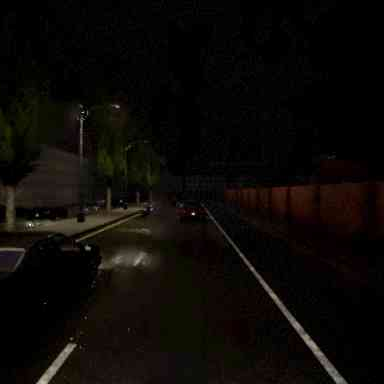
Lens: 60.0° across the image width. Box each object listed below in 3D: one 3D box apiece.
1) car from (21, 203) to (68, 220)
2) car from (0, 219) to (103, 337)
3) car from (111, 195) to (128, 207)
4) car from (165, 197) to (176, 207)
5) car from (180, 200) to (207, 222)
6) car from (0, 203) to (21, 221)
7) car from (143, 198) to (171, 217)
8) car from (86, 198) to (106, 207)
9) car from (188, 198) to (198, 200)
[{"bbox_3d":[-11.600,1.549,26.886,1.994,1.385,4.181,0,0,0],"label":"car"},{"bbox_3d":[-3.401,1.544,6.820,2.033,1.411,5.357,0,0,0],"label":"car"},{"bbox_3d":[-11.521,1.323,52.252,2.097,1.767,4.553,0,0,0],"label":"car"},{"bbox_3d":[-3.406,1.450,50.035,1.882,1.535,5.008,0,0,0],"label":"car"},{"bbox_3d":[0.097,1.550,25.946,1.994,1.385,4.181,0,0,0],"label":"car"},{"bbox_3d":[-15.102,1.586,26.791,1.895,1.301,4.718,0,0,0],"label":"car"},{"bbox_3d":[-3.404,1.531,30.906,2.033,1.411,5.357,0,0,0],"label":"car"},{"bbox_3d":[-15.022,1.573,52.014,1.895,1.301,4.718,0,0,0],"label":"car"},{"bbox_3d":[0.095,1.523,44.604,2.033,1.411,5.357,0,0,0],"label":"car"}]
